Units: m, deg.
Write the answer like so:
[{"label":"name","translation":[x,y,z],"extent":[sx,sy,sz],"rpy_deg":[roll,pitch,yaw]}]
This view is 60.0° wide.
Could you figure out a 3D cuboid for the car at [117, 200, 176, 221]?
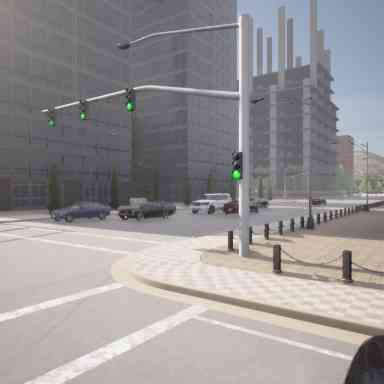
[{"label":"car","translation":[-3.615,1.545,26.417],"extent":[1.895,1.301,4.718],"rpy_deg":[0,0,36]}]

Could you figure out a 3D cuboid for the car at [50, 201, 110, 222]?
[{"label":"car","translation":[-8.485,1.470,25.659],"extent":[1.812,1.442,4.674],"rpy_deg":[0,0,38]}]

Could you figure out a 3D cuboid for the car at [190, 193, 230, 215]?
[{"label":"car","translation":[2.094,1.166,34.332],"extent":[2.150,2.045,5.566],"rpy_deg":[0,0,36]}]

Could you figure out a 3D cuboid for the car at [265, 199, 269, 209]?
[{"label":"car","translation":[8.196,1.422,42.784],"extent":[1.882,1.535,5.008],"rpy_deg":[0,0,36]}]

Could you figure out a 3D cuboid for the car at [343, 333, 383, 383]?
[{"label":"car","translation":[3.017,1.564,1.816],"extent":[4.181,1.385,1.994],"rpy_deg":[0,0,36]}]

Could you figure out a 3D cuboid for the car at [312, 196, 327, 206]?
[{"label":"car","translation":[19.973,1.449,52.823],"extent":[1.837,1.490,4.892],"rpy_deg":[0,0,36]}]

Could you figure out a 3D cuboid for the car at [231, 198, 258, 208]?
[{"label":"car","translation":[7.582,1.545,47.906],"extent":[1.895,1.301,4.718],"rpy_deg":[0,0,36]}]

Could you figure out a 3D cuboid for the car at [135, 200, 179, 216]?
[{"label":"car","translation":[-3.404,1.508,32.695],"extent":[1.994,1.385,4.181],"rpy_deg":[0,0,36]}]

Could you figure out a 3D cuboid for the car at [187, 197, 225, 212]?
[{"label":"car","translation":[1.736,1.436,39.822],"extent":[2.128,1.511,4.902],"rpy_deg":[0,0,36]}]

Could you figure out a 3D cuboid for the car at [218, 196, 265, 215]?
[{"label":"car","translation":[4.870,1.422,31.856],"extent":[1.882,1.535,5.008],"rpy_deg":[0,0,36]}]
